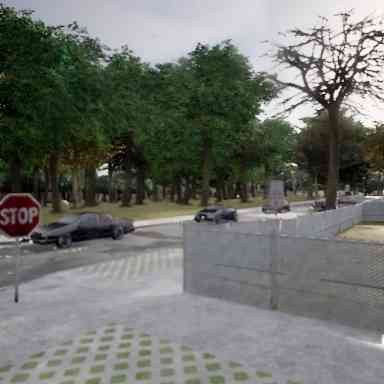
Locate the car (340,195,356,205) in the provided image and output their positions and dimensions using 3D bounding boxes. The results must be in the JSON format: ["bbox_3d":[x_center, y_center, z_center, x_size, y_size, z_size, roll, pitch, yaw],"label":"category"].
[{"bbox_3d":[23.773,1.216,51.126,1.994,1.385,4.181,1,2,36],"label":"car"}]

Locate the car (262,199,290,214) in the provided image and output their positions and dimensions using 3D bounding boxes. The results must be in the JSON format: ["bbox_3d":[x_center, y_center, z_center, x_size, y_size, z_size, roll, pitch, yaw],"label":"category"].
[{"bbox_3d":[9.117,1.460,35.713,1.812,1.442,4.674,1,1,36],"label":"car"}]

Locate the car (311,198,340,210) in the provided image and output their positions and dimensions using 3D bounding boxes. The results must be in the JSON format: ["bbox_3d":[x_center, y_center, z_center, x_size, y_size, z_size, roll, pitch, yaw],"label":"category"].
[{"bbox_3d":[16.099,1.458,40.425,1.895,1.301,4.718,1,1,36],"label":"car"}]

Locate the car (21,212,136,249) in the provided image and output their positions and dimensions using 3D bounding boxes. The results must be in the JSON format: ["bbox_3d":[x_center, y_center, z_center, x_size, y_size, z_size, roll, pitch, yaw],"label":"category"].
[{"bbox_3d":[-5.116,1.685,15.913,2.033,1.411,5.357,1,1,36],"label":"car"}]

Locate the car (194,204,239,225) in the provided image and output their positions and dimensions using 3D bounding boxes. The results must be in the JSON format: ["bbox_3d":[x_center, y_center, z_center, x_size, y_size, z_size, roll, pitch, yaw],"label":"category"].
[{"bbox_3d":[1.939,1.661,25.753,1.994,1.385,4.181,1,1,35],"label":"car"}]
